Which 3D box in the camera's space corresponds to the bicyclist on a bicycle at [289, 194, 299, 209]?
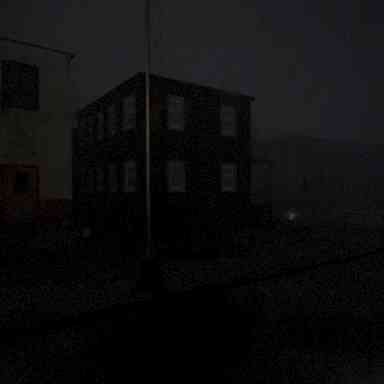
[{"bbox_3d":[11.344,1.064,36.966,1.656,1.620,0.582,-1,1,-35],"label":"bicyclist on a bicycle"}]
